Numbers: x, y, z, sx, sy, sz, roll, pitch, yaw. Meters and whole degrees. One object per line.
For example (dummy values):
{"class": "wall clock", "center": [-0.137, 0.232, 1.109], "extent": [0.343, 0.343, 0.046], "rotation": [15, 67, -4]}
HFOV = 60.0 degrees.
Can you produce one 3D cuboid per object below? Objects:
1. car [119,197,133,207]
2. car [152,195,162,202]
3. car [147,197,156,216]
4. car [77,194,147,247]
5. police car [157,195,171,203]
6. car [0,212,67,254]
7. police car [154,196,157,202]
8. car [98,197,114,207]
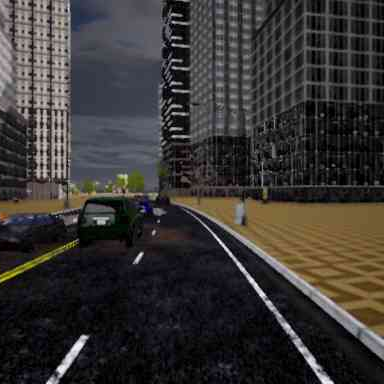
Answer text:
{"class": "car", "center": [-10.944, 1.635, 55.325], "extent": [1.994, 1.385, 4.181], "rotation": [0, 0, -8]}
{"class": "car", "center": [-8.991, 1.635, 84.789], "extent": [1.812, 1.442, 4.674], "rotation": [0, 0, -13]}
{"class": "car", "center": [-4.749, 1.565, 32.884], "extent": [1.812, 1.442, 4.674], "rotation": [0, 0, -5]}
{"class": "car", "center": [-3.536, 1.242, 15.243], "extent": [2.150, 2.045, 5.566], "rotation": [0, 0, -2]}
{"class": "police car", "center": [-5.631, 1.508, 69.000], "extent": [1.930, 1.638, 5.238], "rotation": [0, 0, -11]}
{"class": "car", "center": [-6.926, 1.570, 13.946], "extent": [2.033, 1.411, 5.357], "rotation": [0, 0, -2]}
{"class": "police car", "center": [-7.667, 1.524, 78.953], "extent": [1.930, 1.638, 5.238], "rotation": [0, 0, -12]}
{"class": "car", "center": [-14.218, 1.624, 55.383], "extent": [2.033, 1.411, 5.357], "rotation": [0, 0, -8]}
